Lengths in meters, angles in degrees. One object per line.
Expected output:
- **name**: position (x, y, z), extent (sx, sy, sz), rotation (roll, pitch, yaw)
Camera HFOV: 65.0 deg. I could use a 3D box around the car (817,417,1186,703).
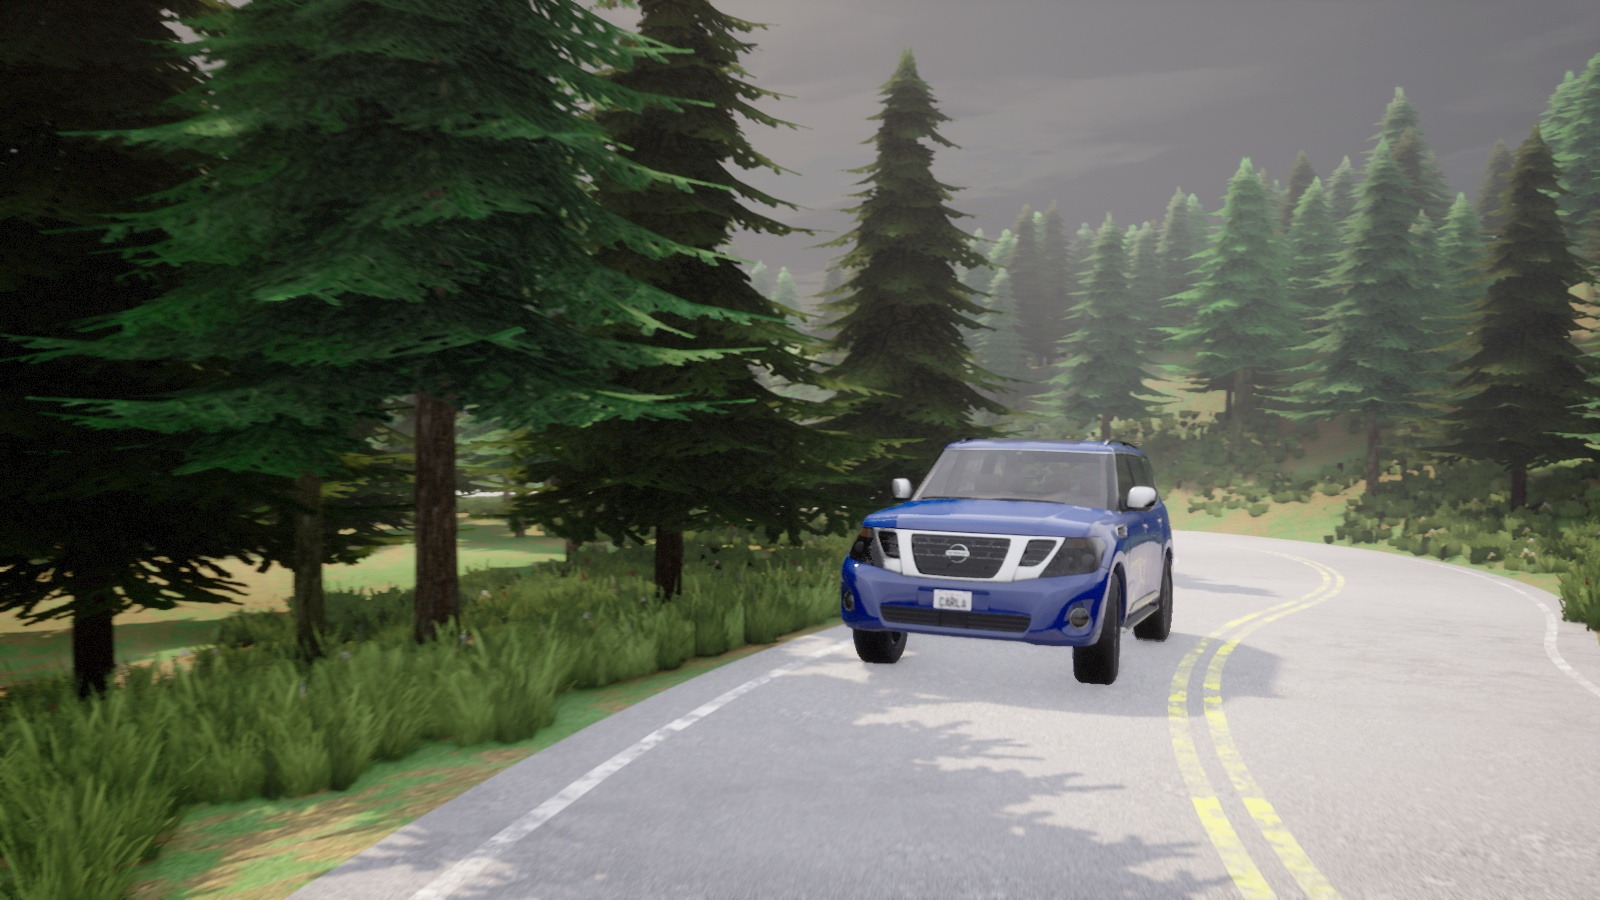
- **car**: position (2.240, 0.864, 11.995), extent (2.150, 2.045, 5.566), rotation (1, -1, 23)
